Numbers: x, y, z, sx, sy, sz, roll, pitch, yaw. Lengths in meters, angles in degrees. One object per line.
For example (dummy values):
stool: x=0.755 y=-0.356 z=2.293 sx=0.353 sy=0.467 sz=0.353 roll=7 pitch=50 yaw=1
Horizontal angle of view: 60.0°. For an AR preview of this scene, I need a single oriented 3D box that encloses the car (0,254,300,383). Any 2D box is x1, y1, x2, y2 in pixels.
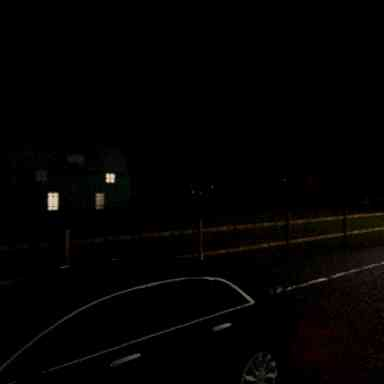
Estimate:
car: x=-0.967 y=1.499 z=3.292 sx=4.892 sy=1.490 sz=1.837 roll=0 pitch=0 yaw=-35
